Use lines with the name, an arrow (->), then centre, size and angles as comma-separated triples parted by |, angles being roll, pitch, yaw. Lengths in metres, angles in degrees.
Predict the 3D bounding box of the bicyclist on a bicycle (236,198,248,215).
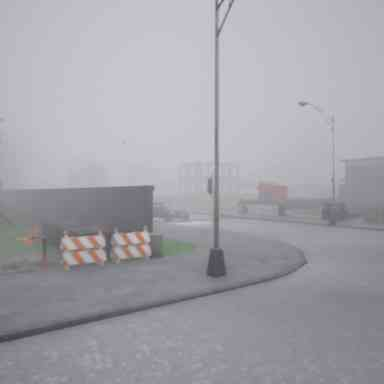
bicyclist on a bicycle -> 4.838, 1.397, 32.070 | 1.656, 1.620, 0.582 | 0, 0, -35

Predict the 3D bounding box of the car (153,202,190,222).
car -> -2.058, 1.556, 27.310 | 1.812, 1.442, 4.674 | 0, 0, -36
